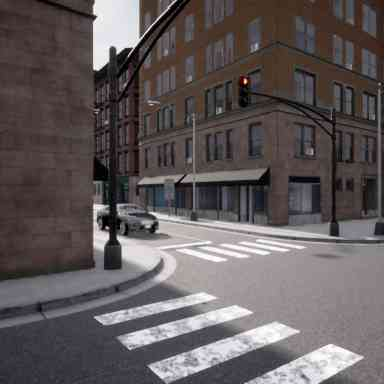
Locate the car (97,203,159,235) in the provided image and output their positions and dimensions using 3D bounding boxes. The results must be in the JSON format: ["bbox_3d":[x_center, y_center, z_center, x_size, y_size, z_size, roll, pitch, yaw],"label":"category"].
[{"bbox_3d":[-3.618,1.395,18.157,2.128,1.511,4.902,0,0,-37],"label":"car"}]
